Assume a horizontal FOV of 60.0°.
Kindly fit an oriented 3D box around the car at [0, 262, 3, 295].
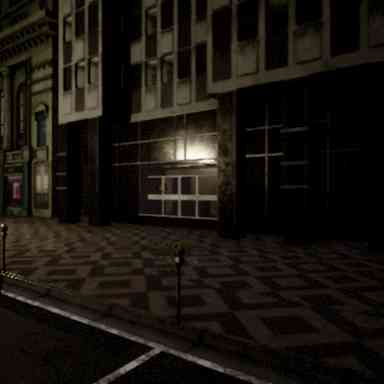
[{"bbox_3d":[-5.868,1.437,7.099,4.097,1.590,1.967,0,0,35],"label":"car"}]
